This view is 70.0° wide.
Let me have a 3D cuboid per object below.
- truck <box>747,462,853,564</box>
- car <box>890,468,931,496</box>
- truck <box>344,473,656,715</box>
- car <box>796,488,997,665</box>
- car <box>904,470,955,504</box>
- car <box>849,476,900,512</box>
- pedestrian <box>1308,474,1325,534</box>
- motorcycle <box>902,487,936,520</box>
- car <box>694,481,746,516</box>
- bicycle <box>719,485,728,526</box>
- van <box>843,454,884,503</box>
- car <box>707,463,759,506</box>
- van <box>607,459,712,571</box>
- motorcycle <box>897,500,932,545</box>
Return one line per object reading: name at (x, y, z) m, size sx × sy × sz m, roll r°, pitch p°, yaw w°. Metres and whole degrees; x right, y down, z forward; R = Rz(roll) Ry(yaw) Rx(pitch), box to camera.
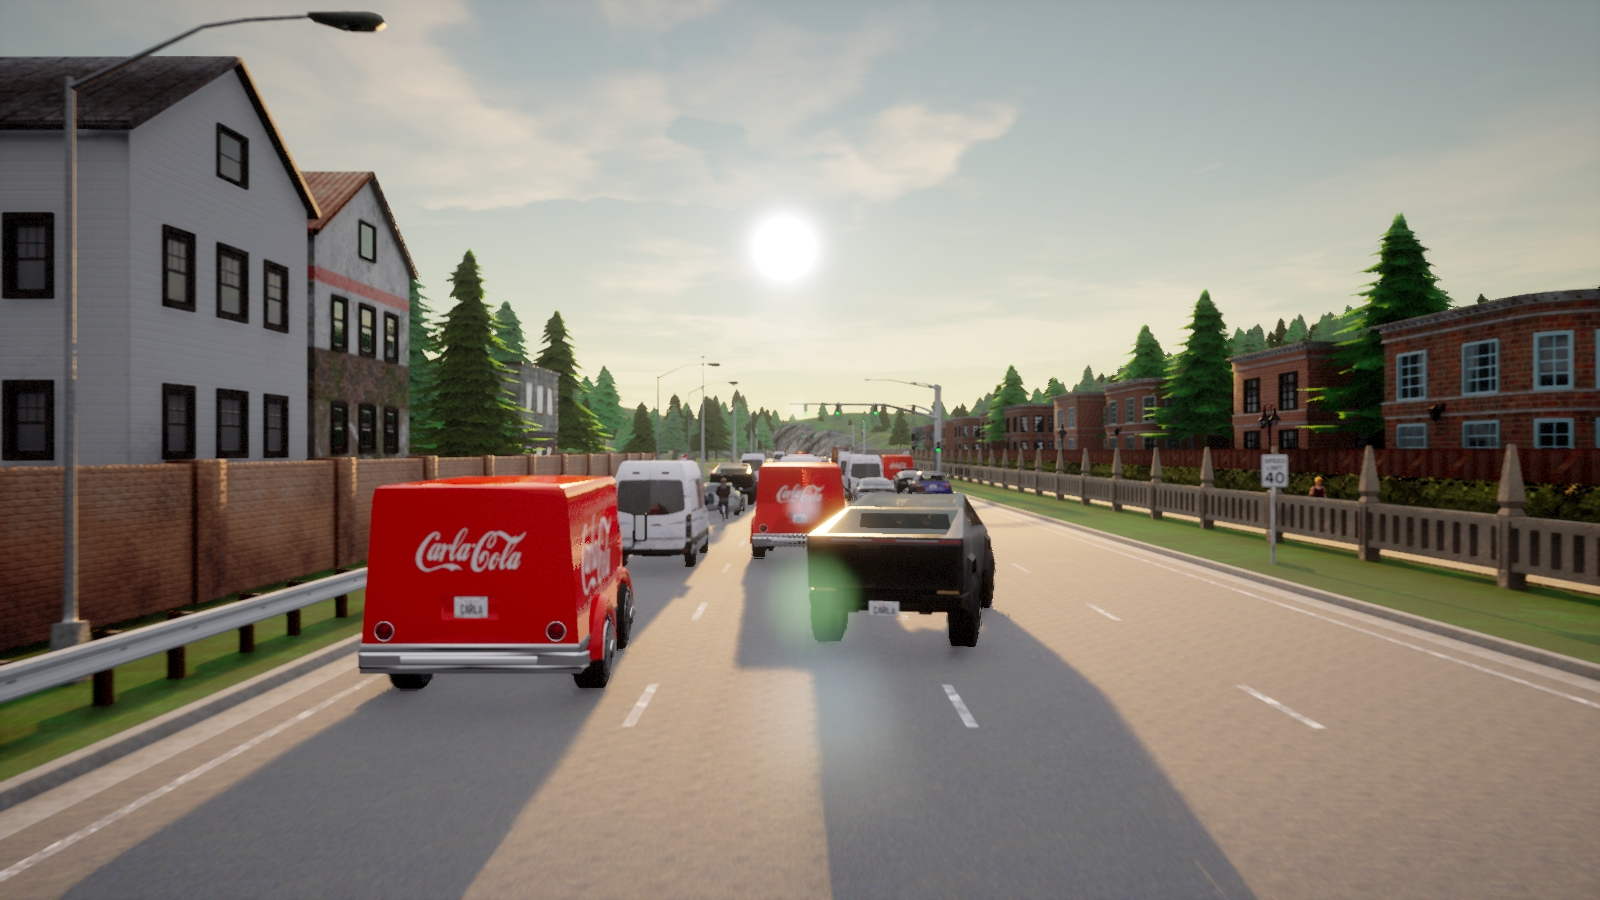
truck at (0.007, 1.578, 30.862) m, size 2.627 × 2.467 × 5.204 m, roll 0°, pitch 0°, yaw 0°
car at (7.016, 2.003, 72.825) m, size 2.097 × 1.638 × 5.238 m, roll 0°, pitch 0°, yaw 0°
truck at (-3.497, 1.571, 14.662) m, size 2.627 × 2.467 × 5.204 m, roll 0°, pitch 0°, yaw 0°
car at (1.787, 1.759, 18.269) m, size 2.390 × 2.098 × 6.274 m, roll 0°, pitch 0°, yaw 12°
car at (7.012, 1.985, 62.140) m, size 2.242 × 1.667 × 4.611 m, roll 0°, pitch 0°, yaw 0°
car at (3.511, 2.050, 54.422) m, size 2.097 × 1.535 × 5.006 m, roll 0°, pitch 0°, yaw 0°
pedestrian at (16.403, 1.712, 36.298) m, size 0.375 × 1.860 × 0.375 m, roll 0°, pitch 0°, yaw 0°
motorcycle at (4.927, 2.219, 47.407) m, size 0.867 × 1.251 × 2.209 m, roll 0°, pitch 0°, yaw -10°
car at (-3.524, 2.134, 50.771) m, size 1.994 × 1.385 × 4.181 m, roll 0°, pitch 0°, yaw 0°
bicycle at (-2.906, 2.073, 43.272) m, size 0.329 × 1.471 × 1.835 m, roll 0°, pitch 0°, yaw -5°
van at (3.528, 1.554, 64.388) m, size 1.988 × 2.561 × 5.915 m, roll 0°, pitch 0°, yaw 0°
car at (-3.486, 1.771, 60.673) m, size 2.390 × 2.098 × 6.274 m, roll 0°, pitch 0°, yaw 0°
van at (-3.497, 1.543, 29.598) m, size 1.988 × 2.561 × 5.915 m, roll 0°, pitch 0°, yaw 0°
motorcycle at (3.510, 2.215, 35.123) m, size 0.867 × 1.251 × 2.209 m, roll 0°, pitch 0°, yaw 0°
